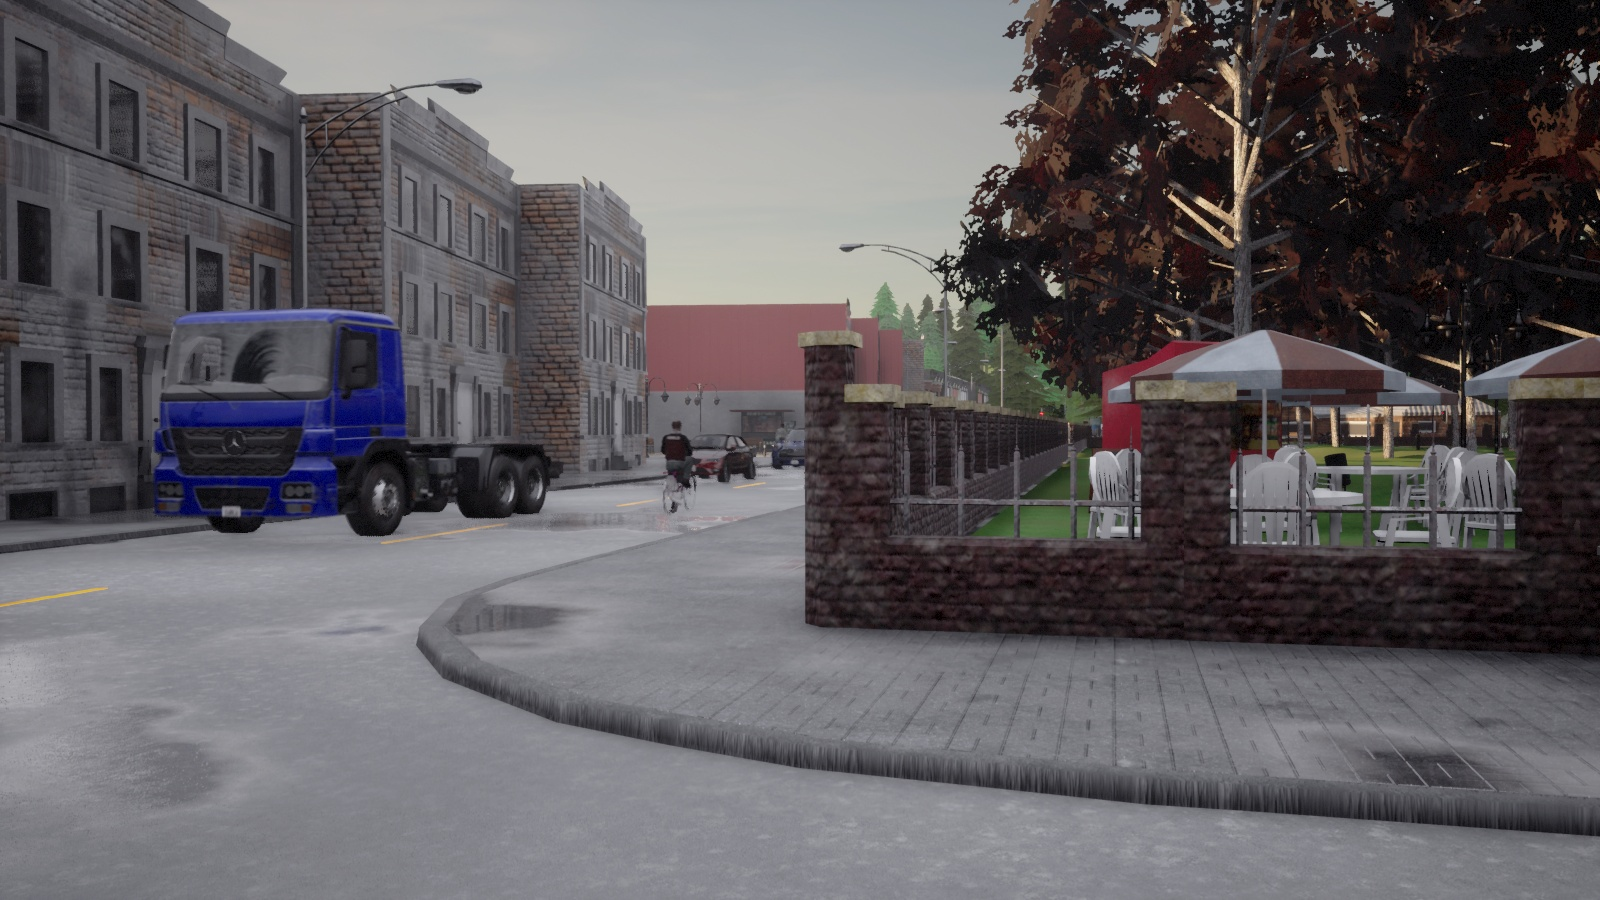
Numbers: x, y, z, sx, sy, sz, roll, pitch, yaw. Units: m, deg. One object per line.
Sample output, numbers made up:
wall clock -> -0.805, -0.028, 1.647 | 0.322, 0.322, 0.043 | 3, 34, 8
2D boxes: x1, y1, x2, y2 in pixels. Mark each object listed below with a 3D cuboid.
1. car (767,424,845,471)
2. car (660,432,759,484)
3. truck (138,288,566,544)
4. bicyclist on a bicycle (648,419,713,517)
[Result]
car -> 0.297, -0.136, 50.646 | 2.097, 1.767, 4.553 | 0, 1, 14
car -> -2.696, 0.204, 38.520 | 1.816, 1.474, 4.193 | 0, 1, 14
truck -> -6.962, -0.528, 21.201 | 2.891, 3.462, 7.936 | 0, 1, 14
bicyclist on a bicycle -> -2.231, 0.303, 23.682 | 0.659, 1.776, 1.843 | 0, 1, 14
